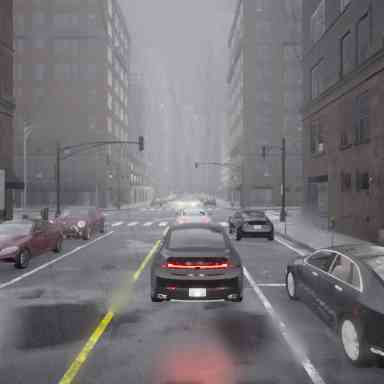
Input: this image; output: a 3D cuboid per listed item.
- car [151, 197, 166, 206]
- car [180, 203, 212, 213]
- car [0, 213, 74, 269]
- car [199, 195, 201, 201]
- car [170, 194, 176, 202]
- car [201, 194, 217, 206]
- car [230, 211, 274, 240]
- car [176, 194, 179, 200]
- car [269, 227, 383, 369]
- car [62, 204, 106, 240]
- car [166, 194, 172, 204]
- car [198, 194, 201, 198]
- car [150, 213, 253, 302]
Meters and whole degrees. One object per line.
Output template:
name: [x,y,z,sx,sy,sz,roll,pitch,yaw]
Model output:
car: [-5.629,1.617,53.665,1.802,1.307,4.206,0,0,0]
car: [0.084,1.526,17.373,1.812,1.442,4.674,0,0,-1]
car: [-5.669,1.582,11.060,1.802,1.307,4.206,0,0,0]
car: [2.917,1.607,64.469,2.008,1.369,4.403,0,0,0]
car: [-5.578,1.625,80.537,1.752,1.417,4.829,0,0,0]
car: [2.895,1.476,53.651,1.967,1.590,4.097,0,0,0]
car: [2.857,1.567,16.561,1.947,1.339,4.313,0,0,0]
car: [-5.558,1.456,91.525,2.192,1.841,5.009,0,0,0]
car: [2.856,1.551,5.558,2.008,1.369,4.403,0,0,0]
car: [-5.668,1.441,16.562,1.967,1.590,4.097,0,0,0]
car: [-5.608,1.606,64.482,2.008,1.369,4.403,0,0,0]
car: [2.936,1.524,75.287,1.967,1.590,4.097,0,0,0]
car: [0.099,1.505,8.226,1.837,1.490,4.892,0,0,0]
